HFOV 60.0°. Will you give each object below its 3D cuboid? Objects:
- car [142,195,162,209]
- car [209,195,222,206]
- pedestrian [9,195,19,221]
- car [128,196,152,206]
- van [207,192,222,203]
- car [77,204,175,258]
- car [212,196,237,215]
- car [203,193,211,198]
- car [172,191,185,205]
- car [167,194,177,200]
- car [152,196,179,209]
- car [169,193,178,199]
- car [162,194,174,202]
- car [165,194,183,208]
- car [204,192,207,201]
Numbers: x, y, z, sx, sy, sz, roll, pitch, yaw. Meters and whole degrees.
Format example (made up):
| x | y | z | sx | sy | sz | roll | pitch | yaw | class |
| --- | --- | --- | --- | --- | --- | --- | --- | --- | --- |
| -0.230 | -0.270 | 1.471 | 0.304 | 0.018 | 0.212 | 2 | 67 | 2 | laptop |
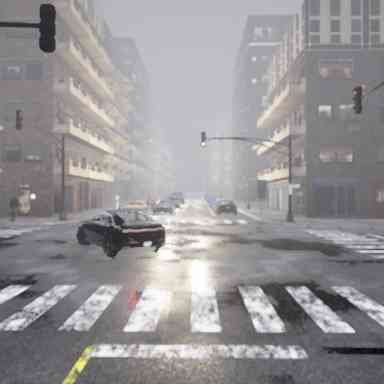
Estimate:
| x | y | z | sx | sy | sz | roll | pitch | yaw | class |
| --- | --- | --- | --- | --- | --- | --- | --- | --- | --- |
| -5.041 | 1.195 | 42.415 | 1.967 | 1.590 | 4.097 | 1 | 0 | 1 | car |
| 3.252 | 1.340 | 36.648 | 2.008 | 1.369 | 4.403 | 1 | 0 | 1 | car |
| -12.201 | 1.073 | 22.675 | 0.375 | 1.860 | 0.375 | 0 | -1 | 2 | pedestrian |
| -5.213 | 1.345 | 30.961 | 1.752 | 1.417 | 4.829 | 1 | 0 | 1 | car |
| 3.425 | 1.066 | 47.930 | 1.690 | 1.788 | 3.998 | 1 | 0 | 1 | van |
| -2.810 | 1.417 | 12.558 | 2.128 | 1.511 | 4.902 | 0 | 0 | -35 | car |
| 3.167 | 1.387 | 31.006 | 1.947 | 1.339 | 4.313 | 1 | 0 | 1 | car |
| 4.098 | 1.026 | 93.067 | 2.008 | 1.369 | 4.403 | 1 | 0 | 1 | car |
| -2.273 | 0.918 | 52.712 | 2.150 | 2.045 | 5.566 | 0 | 0 | 1 | car |
| -4.534 | 1.116 | 76.266 | 2.008 | 1.369 | 4.403 | 1 | 0 | 1 | car |
| -2.621 | 1.361 | 32.076 | 2.033 | 1.411 | 5.357 | 0 | 0 | 1 | car |
| -4.448 | 0.975 | 81.908 | 1.967 | 1.590 | 4.097 | 1 | 0 | 1 | car |
| -4.703 | 1.173 | 64.983 | 1.887 | 1.381 | 4.507 | 1 | 0 | 1 | car |
| -2.465 | 1.283 | 41.978 | 1.812 | 1.442 | 4.674 | 0 | 0 | 1 | car |
| 3.594 | 1.186 | 59.385 | 1.752 | 1.417 | 4.829 | 1 | 0 | 1 | car |
